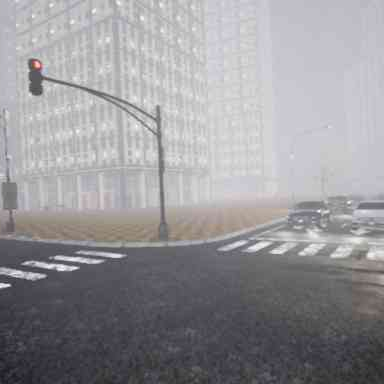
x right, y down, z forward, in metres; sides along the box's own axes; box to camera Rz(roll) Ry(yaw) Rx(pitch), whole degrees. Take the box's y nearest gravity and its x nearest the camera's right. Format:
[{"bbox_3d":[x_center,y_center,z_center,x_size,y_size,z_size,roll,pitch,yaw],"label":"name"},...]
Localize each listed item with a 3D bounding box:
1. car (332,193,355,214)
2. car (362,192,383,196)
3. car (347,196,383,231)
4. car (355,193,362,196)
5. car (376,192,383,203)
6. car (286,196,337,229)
[{"bbox_3d":[12.567,1.025,28.711,1.837,1.490,4.892,-2,0,32],"label":"car"},{"bbox_3d":[15.315,0.950,26.975,2.033,1.411,5.357,-2,0,32],"label":"car"},{"bbox_3d":[9.538,1.155,17.576,1.812,1.442,4.674,-2,0,30],"label":"car"},{"bbox_3d":[20.074,0.824,41.028,1.895,1.301,4.718,-2,0,31],"label":"car"},{"bbox_3d":[24.468,0.641,42.057,1.895,1.301,4.718,-2,0,31],"label":"car"},{"bbox_3d":[6.968,1.244,19.592,1.837,1.490,4.892,-2,0,32],"label":"car"}]
